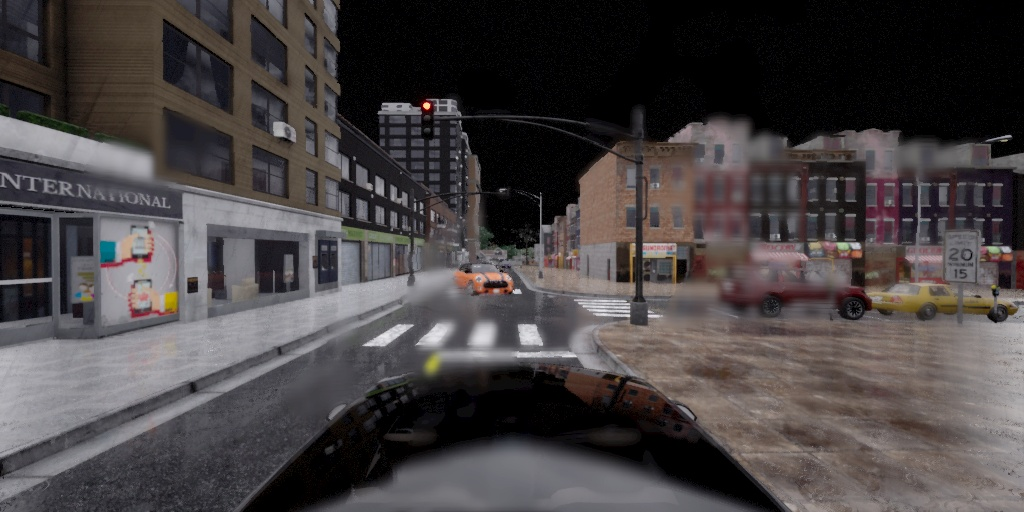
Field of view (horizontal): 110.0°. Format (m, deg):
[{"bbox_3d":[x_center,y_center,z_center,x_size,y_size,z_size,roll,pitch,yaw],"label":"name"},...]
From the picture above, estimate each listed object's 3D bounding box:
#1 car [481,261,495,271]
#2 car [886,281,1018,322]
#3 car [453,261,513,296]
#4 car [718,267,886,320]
[{"bbox_3d":[-3.788,1.569,57.023,1.882,1.535,5.008,0,-1,-1],"label":"car"},{"bbox_3d":[16.304,1.659,13.789,4.829,1.417,1.751,0,0,-1],"label":"car"},{"bbox_3d":[-1.688,1.140,19.576,2.097,1.767,4.553,0,0,-25],"label":"car"},{"bbox_3d":[10.589,1.346,13.698,5.009,1.841,2.192,0,0,-1],"label":"car"}]
